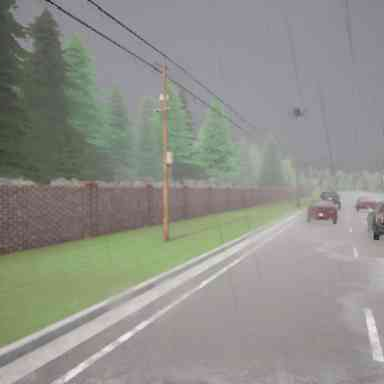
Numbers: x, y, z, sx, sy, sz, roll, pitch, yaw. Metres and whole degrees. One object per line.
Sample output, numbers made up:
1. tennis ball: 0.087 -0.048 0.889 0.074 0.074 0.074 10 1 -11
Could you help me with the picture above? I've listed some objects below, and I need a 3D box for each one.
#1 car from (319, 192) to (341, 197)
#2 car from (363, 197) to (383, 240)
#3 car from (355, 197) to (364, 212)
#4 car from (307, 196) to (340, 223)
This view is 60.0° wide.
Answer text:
1. car: 16.099 0.963 38.828 2.150 2.045 5.566 -1 0 24
2. car: 9.657 1.215 15.916 2.097 1.767 4.553 -1 0 24
3. car: 17.807 1.261 34.100 1.812 1.442 4.674 -1 0 24
4. car: 9.446 1.323 24.015 1.882 1.535 5.008 -1 0 24
